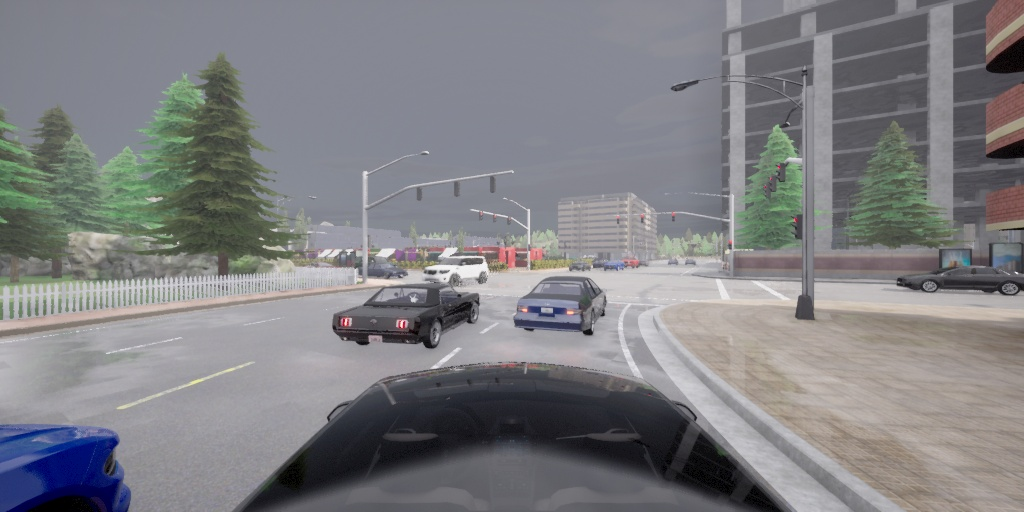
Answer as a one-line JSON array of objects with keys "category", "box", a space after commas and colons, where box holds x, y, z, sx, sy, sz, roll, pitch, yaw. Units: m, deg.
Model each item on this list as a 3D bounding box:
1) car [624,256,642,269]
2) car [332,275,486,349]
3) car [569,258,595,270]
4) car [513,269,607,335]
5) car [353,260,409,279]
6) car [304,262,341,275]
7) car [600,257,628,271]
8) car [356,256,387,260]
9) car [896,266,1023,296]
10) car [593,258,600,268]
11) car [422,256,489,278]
[{"category": "car", "box": [18.786, 0.972, 57.318, 2.150, 2.045, 5.566, 0, 0, 30]}, {"category": "car", "box": [-2.268, 1.351, 9.251, 1.895, 1.301, 4.718, 0, 0, 11]}, {"category": "car", "box": [8.992, 1.314, 47.230, 1.994, 1.385, 4.181, 0, 0, 30]}, {"category": "car", "box": [1.666, 1.297, 10.612, 2.033, 1.411, 5.357, 0, 0, 20]}, {"category": "car", "box": [-12.063, 1.353, 33.165, 5.357, 1.411, 2.033, 0, 0, 31]}, {"category": "car", "box": [-20.102, 1.331, 37.834, 4.674, 1.442, 1.812, 0, 0, 30]}, {"category": "car", "box": [13.998, 1.227, 48.949, 1.882, 1.535, 5.008, 0, 0, 30]}, {"category": "car", "box": [-14.709, 1.027, 38.756, 5.566, 2.045, 2.150, 0, 0, 30]}, {"category": "car", "box": [25.018, 1.310, 20.027, 4.892, 1.490, 1.837, 0, 0, 30]}, {"category": "car", "box": [13.897, 1.351, 55.831, 1.895, 1.301, 4.718, 0, 0, 30]}, {"category": "car", "box": [-3.731, 1.004, 24.790, 2.150, 2.045, 5.566, 0, 0, 29]}]
